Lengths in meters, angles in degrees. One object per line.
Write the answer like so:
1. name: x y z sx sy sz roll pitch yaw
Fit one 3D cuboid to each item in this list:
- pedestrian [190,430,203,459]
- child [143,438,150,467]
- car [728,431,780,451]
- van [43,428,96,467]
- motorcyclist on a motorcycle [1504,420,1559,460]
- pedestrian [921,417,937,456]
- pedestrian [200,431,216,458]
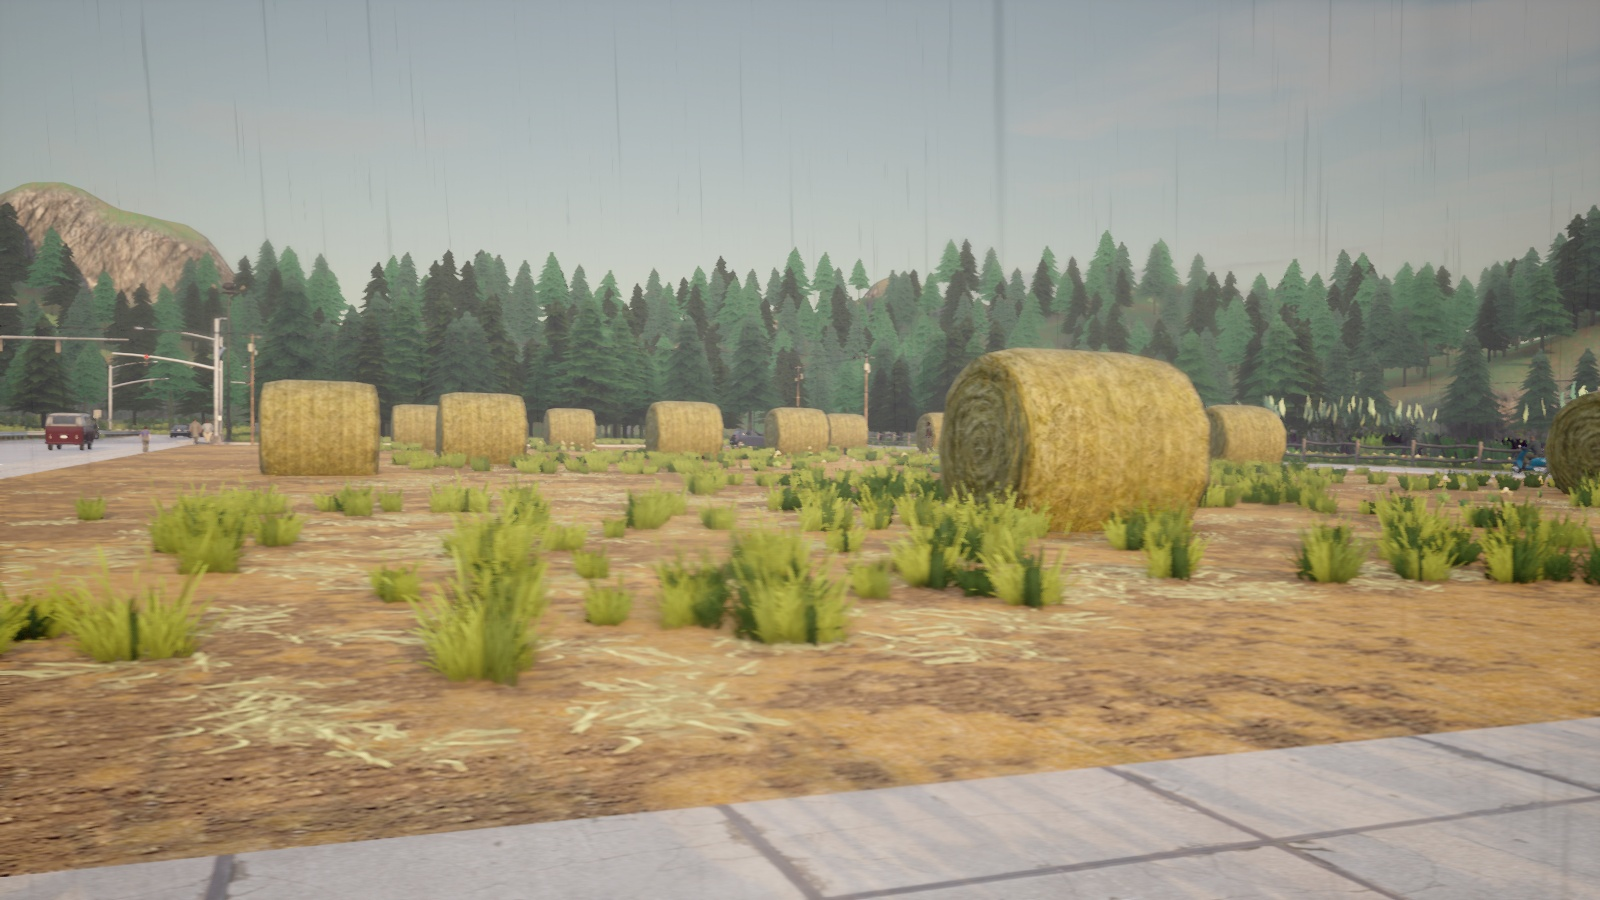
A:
1. pedestrian: -41.421 -0.378 86.169 0.659 1.952 0.873 -1 1 -16
2. child: -29.462 0.109 56.590 0.270 1.263 0.437 -1 1 -27
3. car: -3.596 -0.740 98.298 3.633 1.501 1.845 -1 1 -21
4. van: -38.833 -0.150 66.881 1.775 1.987 4.442 -1 1 -22
5. motorcyclist on a motorcycle: 29.769 -0.424 51.119 0.866 1.590 1.817 -1 1 -18
6. pedestrian: 6.393 -0.654 62.283 0.666 1.930 0.402 0 1 19
7. pedestrian: -40.831 -0.377 86.608 0.874 1.855 0.900 -1 1 -20
